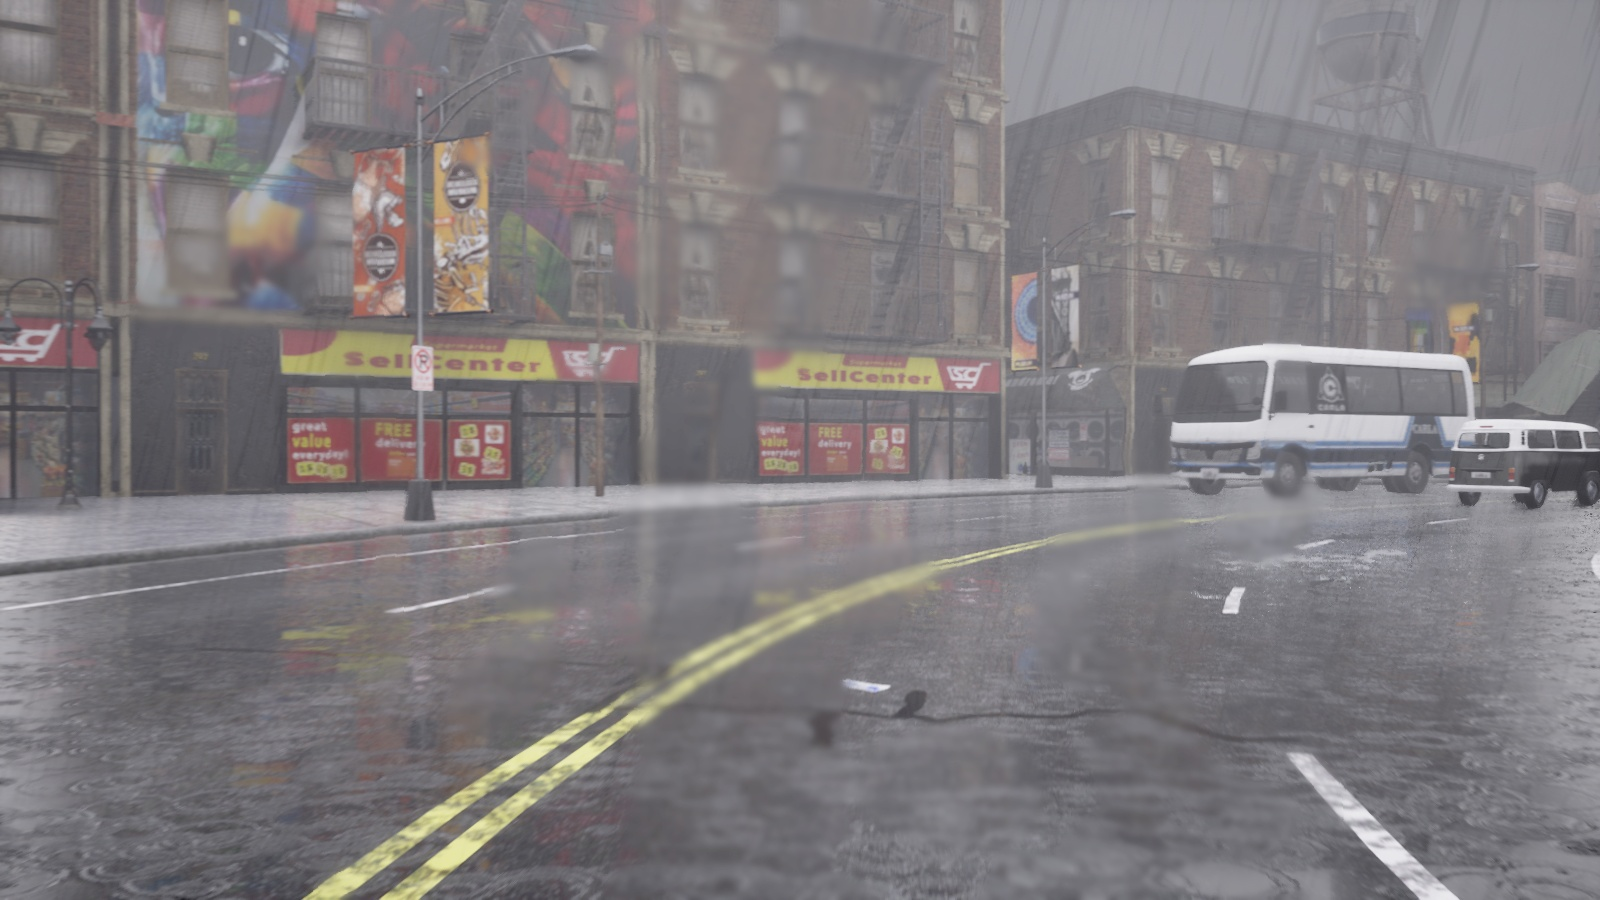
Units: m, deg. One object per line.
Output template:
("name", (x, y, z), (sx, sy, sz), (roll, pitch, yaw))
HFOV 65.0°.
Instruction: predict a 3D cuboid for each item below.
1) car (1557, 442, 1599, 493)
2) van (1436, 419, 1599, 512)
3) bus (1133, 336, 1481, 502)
("car", (25.675, 0.516, 38.818), (4.514, 1.525, 2.007), (0, 0, -31))
("van", (17.280, 0.330, 29.661), (4.480, 2.038, 2.069), (0, 0, -33))
("bus", (14.830, -0.811, 36.391), (10.273, 4.253, 3.944), (0, 0, -31))
